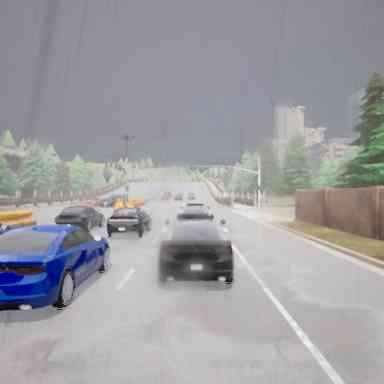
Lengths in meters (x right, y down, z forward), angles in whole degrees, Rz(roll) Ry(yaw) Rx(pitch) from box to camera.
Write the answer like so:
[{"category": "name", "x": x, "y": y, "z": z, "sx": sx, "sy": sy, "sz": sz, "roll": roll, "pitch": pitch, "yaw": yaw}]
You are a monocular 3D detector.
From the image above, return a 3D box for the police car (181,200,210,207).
[{"category": "police car", "x": 0.220, "y": 1.546, "z": 21.279, "sx": 1.930, "sy": 1.638, "sz": 5.238, "roll": 0, "pitch": 0, "yaw": 2}]

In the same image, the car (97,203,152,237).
[{"category": "car", "x": -3.400, "y": 1.599, "z": 18.610, "sx": 2.128, "sy": 1.511, "sz": 4.902, "roll": 0, "pitch": 0, "yaw": 0}]

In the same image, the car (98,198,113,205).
[{"category": "car", "x": -17.495, "y": 1.941, "z": 67.185, "sx": 1.994, "sy": 1.385, "sz": 4.181, "roll": 0, "pitch": 0, "yaw": 0}]

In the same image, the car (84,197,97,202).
[{"category": "car", "x": -17.564, "y": 1.685, "z": 58.650, "sx": 2.097, "sy": 1.767, "sz": 4.553, "roll": 0, "pitch": 0, "yaw": 0}]

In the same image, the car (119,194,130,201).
[{"category": "car", "x": -17.592, "y": 1.450, "z": 86.650, "sx": 2.097, "sy": 1.767, "sz": 4.553, "roll": 0, "pitch": 2, "yaw": 0}]

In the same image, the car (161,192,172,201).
[{"category": "car", "x": -7.100, "y": 1.572, "z": 88.160, "sx": 1.994, "sy": 1.385, "sz": 4.181, "roll": 0, "pitch": 4, "yaw": 0}]

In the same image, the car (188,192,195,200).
[{"category": "car", "x": -0.115, "y": 1.447, "z": 90.943, "sx": 1.895, "sy": 1.301, "sz": 4.718, "roll": 0, "pitch": 4, "yaw": 0}]

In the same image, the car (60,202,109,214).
[{"category": "car", "x": -6.899, "y": 1.626, "z": 20.792, "sx": 1.837, "sy": 1.490, "sz": 4.892, "roll": 0, "pitch": 0, "yaw": 0}]

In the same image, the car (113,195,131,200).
[{"category": "car", "x": -14.014, "y": 1.852, "z": 65.922, "sx": 1.882, "sy": 1.535, "sz": 5.008, "roll": 0, "pitch": 0, "yaw": 1}]

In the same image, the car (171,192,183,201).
[{"category": "car", "x": -3.598, "y": 1.401, "z": 87.736, "sx": 2.097, "sy": 1.767, "sz": 4.553, "roll": 0, "pitch": 3, "yaw": 0}]

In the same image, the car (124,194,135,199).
[{"category": "car", "x": -14.031, "y": 1.877, "z": 75.363, "sx": 1.882, "sy": 1.535, "sz": 5.008, "roll": 0, "pitch": 0, "yaw": 0}]

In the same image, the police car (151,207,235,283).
[{"category": "police car", "x": 0.101, "y": 1.482, "z": 10.020, "sx": 1.930, "sy": 1.638, "sz": 5.238, "roll": 0, "pitch": 0, "yaw": 0}]

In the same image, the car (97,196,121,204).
[{"category": "car", "x": -14.053, "y": 1.812, "z": 56.462, "sx": 2.128, "sy": 1.511, "sz": 4.902, "roll": 0, "pitch": 0, "yaw": -1}]

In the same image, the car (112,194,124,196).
[{"category": "car", "x": -17.536, "y": 1.620, "z": 76.447, "sx": 2.150, "sy": 2.045, "sz": 5.566, "roll": 0, "pitch": 0, "yaw": 0}]

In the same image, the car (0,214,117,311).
[{"category": "car", "x": -3.401, "y": 1.524, "z": 8.009, "sx": 1.882, "sy": 1.535, "sz": 5.008, "roll": 0, "pitch": 0, "yaw": 0}]
